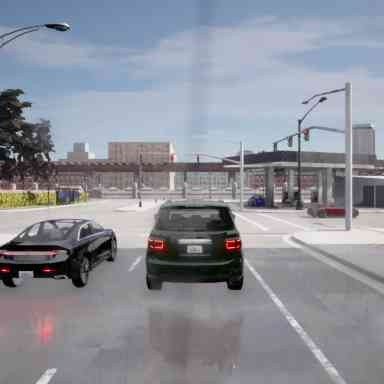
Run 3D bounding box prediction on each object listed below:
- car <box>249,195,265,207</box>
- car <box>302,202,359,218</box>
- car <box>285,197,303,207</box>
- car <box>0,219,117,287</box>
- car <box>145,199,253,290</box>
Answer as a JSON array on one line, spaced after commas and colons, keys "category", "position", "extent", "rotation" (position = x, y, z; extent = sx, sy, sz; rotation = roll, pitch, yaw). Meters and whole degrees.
[{"category": "car", "position": [9.651, 1.295, 49.415], "extent": [2.242, 1.667, 4.611], "rotation": [0, 0, 0]}, {"category": "car", "position": [12.355, 1.564, 29.288], "extent": [4.181, 1.385, 1.994], "rotation": [0, 0, -1]}, {"category": "car", "position": [15.395, 1.456, 50.184], "extent": [1.970, 1.475, 3.806], "rotation": [0, 0, 0]}, {"category": "car", "position": [-3.431, 1.492, 9.315], "extent": [2.128, 1.511, 4.902], "rotation": [0, 0, 0]}, {"category": "car", "position": [0.073, 1.221, 9.231], "extent": [2.150, 2.045, 5.566], "rotation": [0, 0, 0]}]
